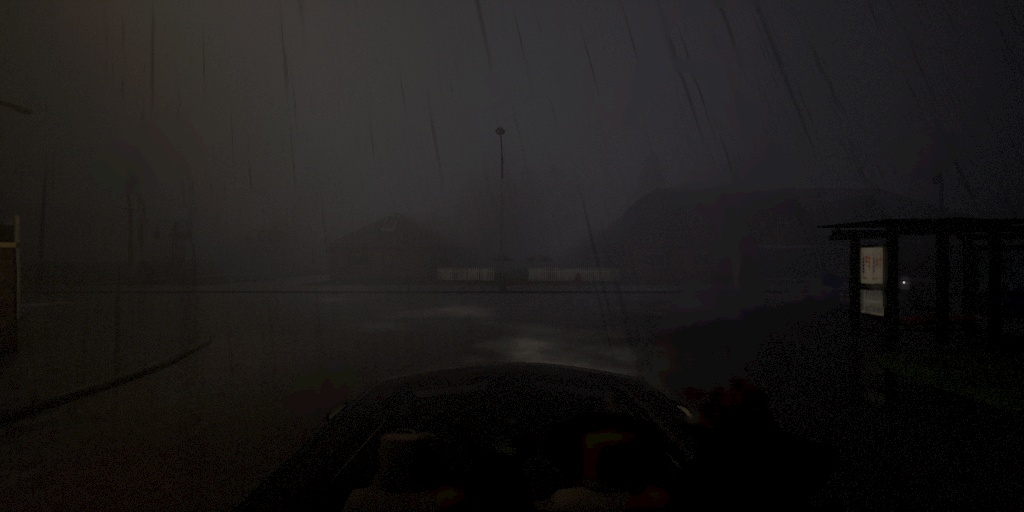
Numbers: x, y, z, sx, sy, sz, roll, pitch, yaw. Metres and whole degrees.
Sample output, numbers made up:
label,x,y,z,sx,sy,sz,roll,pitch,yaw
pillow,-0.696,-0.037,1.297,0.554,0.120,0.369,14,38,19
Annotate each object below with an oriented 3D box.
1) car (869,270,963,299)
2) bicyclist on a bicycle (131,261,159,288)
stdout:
label,x,y,z,sx,sy,sz,roll,pitch,yaw
car,20.338,1.351,17.314,4.718,1.301,1.895,0,0,0
bicyclist on a bicycle,-22.104,1.099,21.627,0.582,1.620,1.656,0,0,0
